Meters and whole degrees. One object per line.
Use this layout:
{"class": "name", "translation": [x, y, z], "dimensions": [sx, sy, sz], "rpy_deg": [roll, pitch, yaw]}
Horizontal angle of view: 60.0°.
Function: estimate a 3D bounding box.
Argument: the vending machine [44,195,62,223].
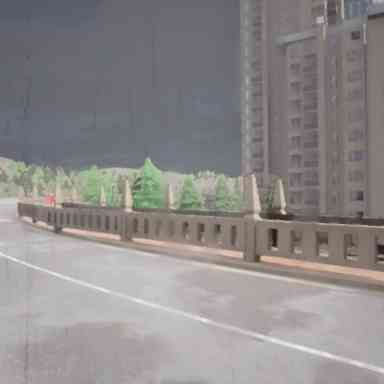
{"class": "vending machine", "translation": [-11.091, 1.330, 26.559], "dimensions": [1.100, 2.100, 0.880], "rpy_deg": [-1, -1, -36]}
